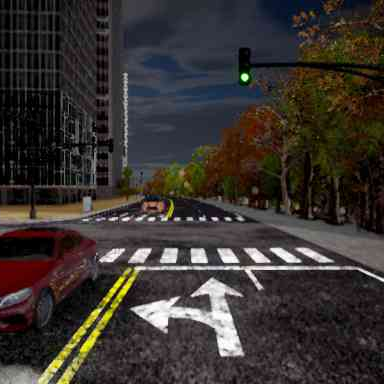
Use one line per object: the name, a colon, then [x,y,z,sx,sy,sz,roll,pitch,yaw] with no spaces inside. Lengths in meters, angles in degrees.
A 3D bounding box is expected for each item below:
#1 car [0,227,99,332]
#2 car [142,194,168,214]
car: [-3.288,1.516,6.928,1.812,1.442,4.674,0,0,0]
car: [-3.895,1.282,34.127,2.097,1.767,4.553,0,0,-2]
